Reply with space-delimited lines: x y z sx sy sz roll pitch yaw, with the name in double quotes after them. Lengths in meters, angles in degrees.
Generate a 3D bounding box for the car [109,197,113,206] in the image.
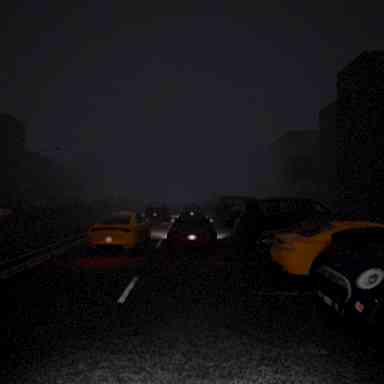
-15.510 1.939 52.105 4.792 1.488 2.163 0 -1 0 "car"

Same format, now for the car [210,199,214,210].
4.713 1.777 36.842 4.674 1.452 2.002 0 0 0 "car"

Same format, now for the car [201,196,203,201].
4.689 1.652 53.393 5.566 2.045 2.435 0 -1 0 "car"

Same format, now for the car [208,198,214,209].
4.686 1.791 39.497 4.792 1.488 2.163 0 -1 0 "car"

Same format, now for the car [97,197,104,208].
-15.663 1.845 46.591 5.366 1.575 1.946 0 -1 0 "car"

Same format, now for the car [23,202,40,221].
-15.434 1.540 27.294 4.553 1.767 2.185 0 0 0 "car"

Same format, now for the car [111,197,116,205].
-15.485 1.981 54.861 4.674 1.452 2.002 0 -1 0 "car"

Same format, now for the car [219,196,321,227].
4.684 1.359 20.171 5.566 2.045 2.435 0 0 0 "car"

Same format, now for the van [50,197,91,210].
-15.357 1.566 41.203 4.442 1.987 1.878 0 -1 0 "van"

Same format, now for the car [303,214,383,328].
4.742 1.400 6.149 4.553 1.767 2.185 0 0 0 "car"

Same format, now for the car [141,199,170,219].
-2.991 1.675 29.486 1.882 1.535 5.008 0 0 0 "car"

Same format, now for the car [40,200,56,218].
-15.461 1.690 30.049 4.892 1.521 2.231 0 0 0 "car"

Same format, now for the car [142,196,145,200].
-15.531 2.112 85.193 5.566 2.045 2.435 0 -1 0 "car"

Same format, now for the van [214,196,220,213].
4.598 1.463 31.163 4.442 1.987 1.878 0 0 0 "van"

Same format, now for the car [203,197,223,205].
4.752 2.066 75.623 4.553 1.767 2.185 0 -1 0 "car"

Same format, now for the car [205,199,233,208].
4.713 1.970 58.948 4.892 1.521 2.231 0 -1 0 "car"

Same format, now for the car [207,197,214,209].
4.710 1.789 42.275 4.892 1.521 2.231 0 -1 0 "car"

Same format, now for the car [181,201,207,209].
0.008 1.759 29.299 1.994 1.385 4.181 0 0 0 "car"

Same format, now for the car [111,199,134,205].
-15.493 2.239 74.160 4.674 1.452 2.002 0 -1 0 "car"

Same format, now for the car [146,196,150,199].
-15.536 2.231 93.467 5.566 2.045 2.435 0 -1 0 "car"

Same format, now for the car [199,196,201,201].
4.716 2.152 72.840 5.008 1.535 2.097 0 -1 0 "car"

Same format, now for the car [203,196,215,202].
4.688 1.563 45.058 5.566 2.045 2.435 0 -1 0 "car"

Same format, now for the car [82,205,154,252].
-2.993 1.573 14.476 1.882 1.535 5.008 0 0 0 "car"

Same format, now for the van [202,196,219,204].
4.840 2.164 89.519 4.442 1.987 1.878 0 -1 0 "van"

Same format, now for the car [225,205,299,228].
4.710 1.668 22.887 4.674 1.452 2.002 0 0 0 "car"

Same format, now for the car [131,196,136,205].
-15.308 2.156 71.403 5.366 1.575 1.946 0 -1 0 "car"

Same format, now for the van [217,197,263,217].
4.832 1.487 33.940 4.442 1.987 1.878 0 0 0 "van"

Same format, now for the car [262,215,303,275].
4.706 1.543 9.052 5.008 1.535 2.097 0 0 0 "car"

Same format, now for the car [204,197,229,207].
4.688 1.914 64.507 4.553 1.767 2.185 0 -1 0 "car"

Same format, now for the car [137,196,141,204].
-15.504 2.280 79.674 5.008 1.535 2.097 0 -1 0 "car"

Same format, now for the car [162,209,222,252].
0.006 1.659 14.301 1.994 1.385 4.181 0 0 0 "car"

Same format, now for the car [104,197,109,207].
-15.473 1.879 49.347 4.892 1.521 2.231 0 -1 0 "car"

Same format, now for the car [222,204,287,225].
4.711 1.687 25.602 4.674 1.452 2.002 0 0 0 "car"

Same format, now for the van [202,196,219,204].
4.839 2.125 86.740 4.442 1.987 1.878 0 -1 0 "van"

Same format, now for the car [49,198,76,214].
-15.464 1.739 35.563 4.892 1.521 2.231 0 -1 0 "car"

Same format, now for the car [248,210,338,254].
4.718 1.560 11.707 4.892 1.521 2.231 0 0 0 "car"

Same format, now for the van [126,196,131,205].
-15.609 1.894 68.648 4.442 1.987 1.878 0 -1 0 "van"

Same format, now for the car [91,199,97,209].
-15.473 1.858 43.833 4.674 1.452 2.002 0 -1 0 "car"

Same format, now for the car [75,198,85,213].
-15.466 1.764 38.319 4.892 1.521 2.231 0 -1 0 "car"

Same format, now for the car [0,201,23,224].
-15.495 1.519 24.536 4.553 1.767 2.185 0 0 0 "car"

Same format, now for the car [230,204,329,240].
4.898 1.589 17.265 5.366 1.575 1.946 0 0 0 "car"

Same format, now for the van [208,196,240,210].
4.600 1.618 47.835 4.442 1.987 1.878 0 -1 0 "van"

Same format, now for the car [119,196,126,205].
-15.515 1.759 60.378 5.566 2.045 2.435 0 -1 0 "car"

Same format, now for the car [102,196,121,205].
-15.490 1.975 57.619 5.008 1.535 2.097 0 -1 0 "car"

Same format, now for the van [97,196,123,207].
-15.605 1.820 63.135 4.442 1.987 1.878 0 -1 0 "van"

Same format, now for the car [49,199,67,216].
-15.463 1.713 32.807 4.892 1.521 2.231 0 0 0 "car"

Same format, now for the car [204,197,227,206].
4.689 1.950 67.287 4.553 1.767 2.185 0 -1 0 "car"
